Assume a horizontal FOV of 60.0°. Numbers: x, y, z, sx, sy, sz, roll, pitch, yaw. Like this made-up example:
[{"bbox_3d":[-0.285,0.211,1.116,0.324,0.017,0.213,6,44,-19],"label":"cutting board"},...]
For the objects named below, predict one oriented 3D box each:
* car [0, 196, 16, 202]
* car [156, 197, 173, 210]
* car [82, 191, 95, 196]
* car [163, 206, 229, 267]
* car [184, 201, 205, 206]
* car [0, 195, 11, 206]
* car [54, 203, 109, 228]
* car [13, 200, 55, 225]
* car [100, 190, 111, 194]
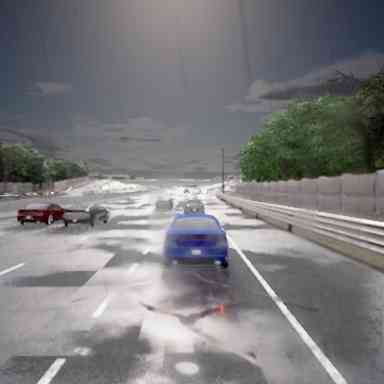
[{"bbox_3d":[-20.918,1.442,37.644,1.994,1.385,4.181,0,1,1],"label":"car"},{"bbox_3d":[-3.304,1.334,40.866,2.128,1.511,4.902,0,1,1],"label":"car"},{"bbox_3d":[-23.856,0.511,76.706,1.812,1.442,4.674,0,1,1],"label":"car"},{"bbox_3d":[0.123,1.462,11.384,1.882,1.535,5.008,0,0,0],"label":"car"},{"bbox_3d":[0.209,1.495,29.382,2.033,1.411,5.357,0,0,0],"label":"car"},{"bbox_3d":[-27.814,1.272,46.985,1.812,1.442,4.674,0,1,1],"label":"car"},{"bbox_3d":[-6.835,1.462,21.866,2.128,1.511,4.902,0,0,0],"label":"car"},{"bbox_3d":[-10.326,1.444,23.493,1.882,1.535,5.008,0,0,0],"label":"car"},{"bbox_3d":[-20.330,0.197,78.256,1.837,1.490,4.892,0,1,1],"label":"car"}]
